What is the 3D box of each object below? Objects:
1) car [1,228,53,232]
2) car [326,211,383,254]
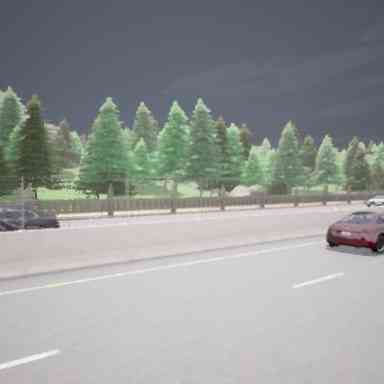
[{"bbox_3d":[-7.599,1.598,11.470,4.718,1.301,1.895,-1,0,-35],"label":"car"},{"bbox_3d":[7.196,1.460,13.175,4.181,1.385,1.994,-1,0,-35],"label":"car"}]
